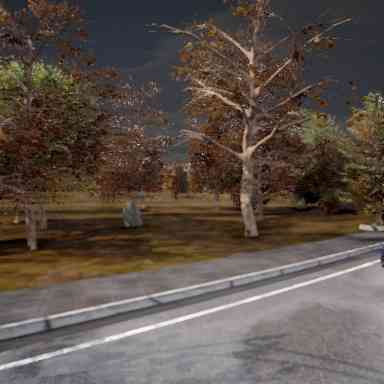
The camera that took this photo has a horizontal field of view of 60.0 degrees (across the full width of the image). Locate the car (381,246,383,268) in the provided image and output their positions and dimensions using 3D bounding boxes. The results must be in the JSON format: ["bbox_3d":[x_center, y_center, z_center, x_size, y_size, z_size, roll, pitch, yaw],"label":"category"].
[{"bbox_3d":[7.432,1.550,10.076,4.674,1.442,1.812,0,-1,-41],"label":"car"}]
